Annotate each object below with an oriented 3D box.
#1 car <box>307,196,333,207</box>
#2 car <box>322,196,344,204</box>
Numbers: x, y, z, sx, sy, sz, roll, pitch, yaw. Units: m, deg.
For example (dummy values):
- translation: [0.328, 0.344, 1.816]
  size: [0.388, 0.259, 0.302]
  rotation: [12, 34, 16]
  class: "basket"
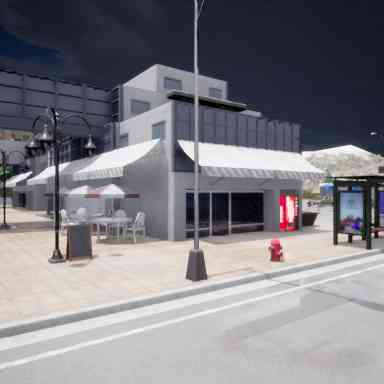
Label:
- translation: [19.116, 1.345, 48.778]
  size: [5.027, 1.636, 2.152]
  rotation: [0, 0, -36]
  class: "car"
- translation: [28.397, 1.490, 66.892]
  size: [4.514, 1.523, 2.007]
  rotation: [0, 0, -36]
  class: "car"
